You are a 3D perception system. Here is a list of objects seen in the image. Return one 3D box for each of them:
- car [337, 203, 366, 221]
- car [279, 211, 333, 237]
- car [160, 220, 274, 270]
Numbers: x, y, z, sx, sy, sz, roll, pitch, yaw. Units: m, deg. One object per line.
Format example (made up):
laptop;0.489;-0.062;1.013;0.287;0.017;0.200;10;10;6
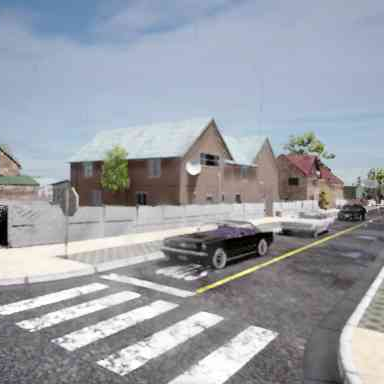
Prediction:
car;14.982;1.861;31.062;1.837;1.490;4.892;1;2;35
car;6.817;1.791;19.625;1.895;1.301;4.718;1;0;35
car;1.057;1.676;11.615;1.895;1.301;4.718;1;0;37
